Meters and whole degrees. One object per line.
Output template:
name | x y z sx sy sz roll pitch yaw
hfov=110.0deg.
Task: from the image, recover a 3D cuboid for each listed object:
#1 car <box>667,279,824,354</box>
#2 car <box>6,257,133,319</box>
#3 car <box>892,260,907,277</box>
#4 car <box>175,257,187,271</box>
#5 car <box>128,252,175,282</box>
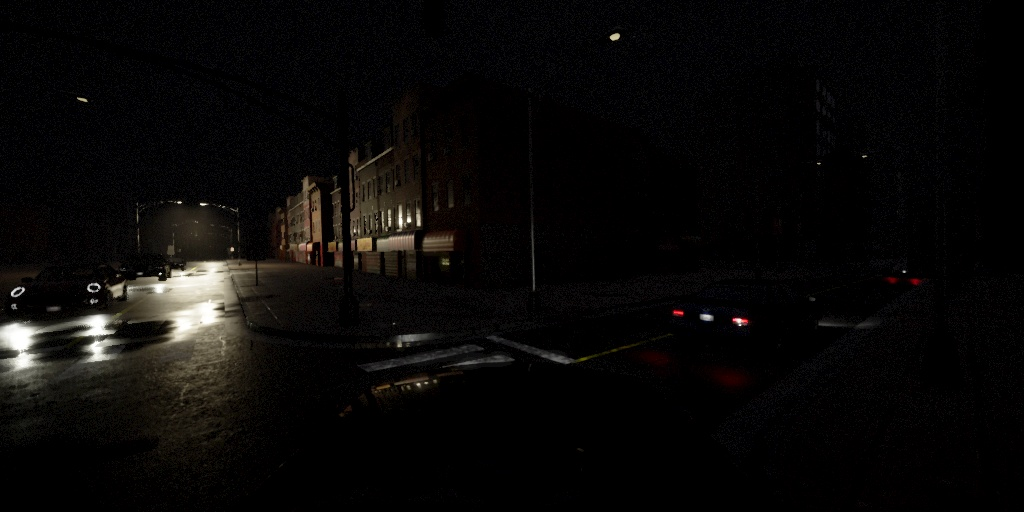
car | 5.872 1.268 8.767 5.357 1.411 2.033 0 0 -39
car | -15.991 1.077 13.141 2.097 1.767 4.553 -2 2 -39
car | 33.674 1.020 29.944 4.674 1.442 1.812 0 0 -27
car | -36.021 0.854 38.134 1.882 1.535 5.008 -2 2 -39
car | -25.950 0.779 25.489 2.150 2.045 5.566 -2 2 -39
